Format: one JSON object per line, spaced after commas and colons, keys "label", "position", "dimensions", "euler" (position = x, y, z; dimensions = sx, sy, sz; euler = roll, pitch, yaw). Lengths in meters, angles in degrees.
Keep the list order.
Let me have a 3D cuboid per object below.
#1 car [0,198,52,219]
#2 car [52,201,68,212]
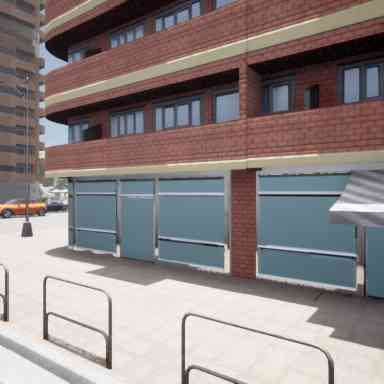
{"label": "car", "position": [-15.468, 1.352, 29.690], "dimensions": [2.097, 1.767, 4.553], "euler": [0, 0, 36]}
{"label": "car", "position": [-15.362, 1.601, 35.776], "dimensions": [1.895, 1.301, 4.718], "euler": [0, 0, 36]}
